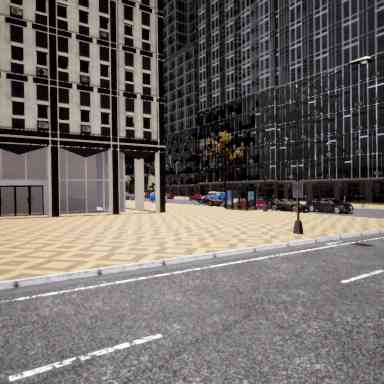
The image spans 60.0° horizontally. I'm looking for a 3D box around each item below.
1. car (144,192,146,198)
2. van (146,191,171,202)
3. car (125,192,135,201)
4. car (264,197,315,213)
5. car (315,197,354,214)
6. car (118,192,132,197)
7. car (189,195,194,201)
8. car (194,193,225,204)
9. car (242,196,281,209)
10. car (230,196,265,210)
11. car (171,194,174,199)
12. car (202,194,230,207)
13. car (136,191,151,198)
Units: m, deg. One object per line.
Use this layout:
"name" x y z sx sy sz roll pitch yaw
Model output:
"car" -8.674 0.615 77.124 2.192 1.841 5.009 0 1 -35
"van" -5.891 0.937 58.332 1.690 1.788 3.998 0 1 -35
"car" -12.346 1.040 67.692 2.008 1.369 4.403 0 1 -35
"car" 10.136 1.424 34.868 1.947 1.339 4.313 0 1 -35
"car" 13.997 1.345 34.046 1.837 1.490 4.892 -1 1 -35
"car" -18.354 0.689 91.162 2.008 1.369 4.403 0 1 -35
"car" 1.007 1.044 63.091 1.802 1.307 4.206 0 1 -35
"car" 2.813 1.262 50.280 1.895 1.301 4.718 -1 1 -35
"car" 8.650 1.260 41.801 1.837 1.490 4.892 -1 1 -34
"car" 6.923 1.388 39.559 1.802 1.307 4.206 0 1 -35
"car" -5.447 0.936 72.449 1.802 1.307 4.206 0 1 -35
"car" 3.744 1.320 44.270 1.947 1.339 4.313 0 1 -35
"car" -11.901 0.686 81.804 1.967 1.590 4.097 0 1 -35
